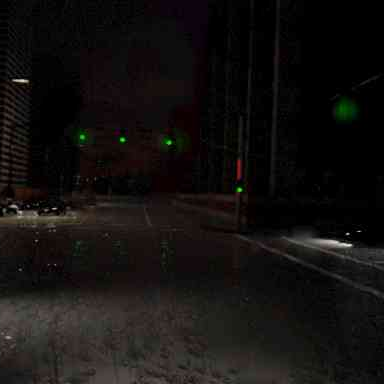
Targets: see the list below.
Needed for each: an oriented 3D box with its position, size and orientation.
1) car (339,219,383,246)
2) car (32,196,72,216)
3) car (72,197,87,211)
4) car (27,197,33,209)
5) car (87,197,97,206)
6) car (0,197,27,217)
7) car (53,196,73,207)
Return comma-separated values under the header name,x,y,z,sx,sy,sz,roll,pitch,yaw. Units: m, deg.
name,x,y,z,sx,sy,sz,roll,pitch,yaw
car,10.551,2.206,18.659,4.181,1.385,1.994,2,-1,-9
car,-13.140,1.392,31.518,1.837,1.490,4.892,2,-1,-9
car,-14.582,1.547,40.687,1.895,1.301,4.718,2,-1,-9
car,-17.611,1.293,37.428,1.837,1.490,4.892,2,-1,-9
car,-16.665,1.540,54.459,1.837,1.490,4.892,2,0,-9
car,-16.138,1.220,28.127,2.128,1.511,4.902,2,-1,-9
car,-19.660,1.402,50.826,1.812,1.442,4.674,2,0,-9
